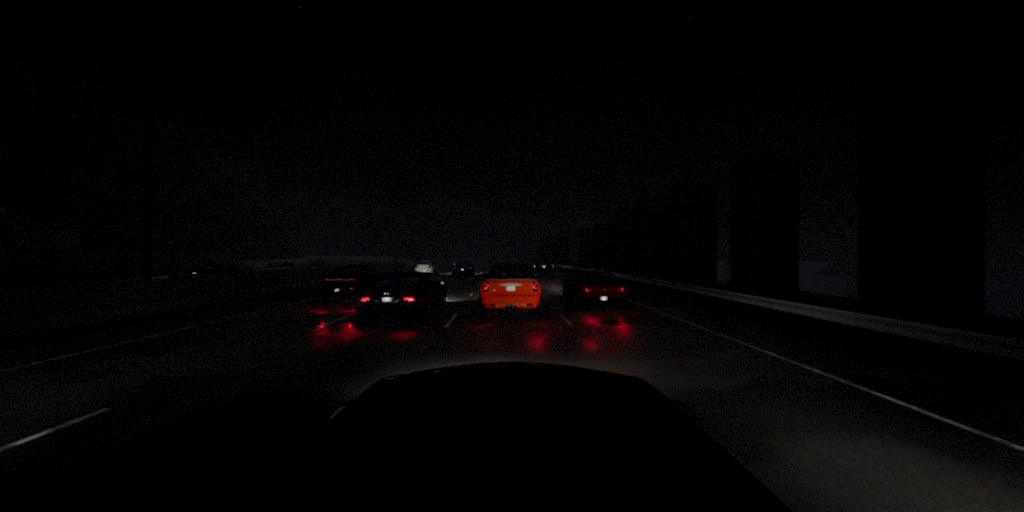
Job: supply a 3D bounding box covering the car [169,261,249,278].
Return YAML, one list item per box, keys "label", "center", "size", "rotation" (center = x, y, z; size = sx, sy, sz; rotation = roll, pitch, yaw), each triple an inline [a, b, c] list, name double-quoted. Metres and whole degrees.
- label: "car"
  center: [-21.708, 1.138, 25.570]
  size: [2.128, 1.511, 4.902]
  rotation: [0, 0, -3]

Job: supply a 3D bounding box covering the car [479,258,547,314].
- label: "car"
  center: [-0.083, 1.044, 13.572]
  size: [2.097, 1.767, 4.553]
  rotation: [0, 0, -1]

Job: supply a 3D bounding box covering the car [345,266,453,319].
- label: "car"
  center: [-3.547, 1.247, 12.498]
  size: [2.033, 1.411, 5.357]
  rotation: [0, 0, -1]

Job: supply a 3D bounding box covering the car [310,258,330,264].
- label: "car"
  center: [-29.027, 1.037, 54.333]
  size: [1.812, 1.442, 4.674]
  rotation: [0, 0, -13]

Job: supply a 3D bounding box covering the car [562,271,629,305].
- label: "car"
  center: [3.379, 1.282, 15.575]
  size: [1.895, 1.301, 4.718]
  rotation: [0, 0, -1]

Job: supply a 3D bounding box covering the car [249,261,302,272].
- label: "car"
  center: [-18.345, 1.157, 28.242]
  size: [1.812, 1.442, 4.674]
  rotation: [0, 0, -4]

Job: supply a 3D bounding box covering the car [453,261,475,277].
- label: "car"
  center: [-4.534, 1.162, 33.546]
  size: [1.994, 1.385, 4.181]
  rotation: [0, 0, -5]

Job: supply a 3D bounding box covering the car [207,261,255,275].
- label: "car"
  center: [-29.846, 1.190, 38.307]
  size: [1.895, 1.301, 4.718]
  rotation: [0, 0, -7]

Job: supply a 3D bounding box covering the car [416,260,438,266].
- label: "car"
  center: [-8.107, 1.123, 34.091]
  size: [1.812, 1.442, 4.674]
  rotation: [0, 0, -5]

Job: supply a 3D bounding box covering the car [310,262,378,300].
- label: "car"
  center: [-7.161, 1.171, 16.971]
  size: [2.128, 1.511, 4.902]
  rotation: [0, 0, -1]

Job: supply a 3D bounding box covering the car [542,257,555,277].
- label: "car"
  center: [2.555, 0.950, 32.716]
  size: [2.097, 1.767, 4.553]
  rotation: [0, 0, -4]
